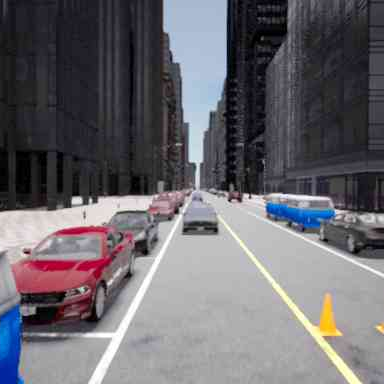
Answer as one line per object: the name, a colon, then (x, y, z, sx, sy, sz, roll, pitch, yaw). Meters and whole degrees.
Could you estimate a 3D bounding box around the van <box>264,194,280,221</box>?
van: (6.351, 1.047, 23.821, 1.690, 1.788, 3.998, 0, 1, 1)

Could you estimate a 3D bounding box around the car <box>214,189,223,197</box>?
car: (6.902, 0.541, 78.764, 2.008, 1.369, 4.403, 0, 1, 1)

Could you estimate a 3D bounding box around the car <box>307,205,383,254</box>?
car: (6.237, 1.407, 12.588, 2.008, 1.369, 4.403, 0, 1, 1)

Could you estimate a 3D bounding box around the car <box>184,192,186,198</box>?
car: (-2.005, 0.989, 40.744, 1.887, 1.381, 4.507, 0, 1, 1)

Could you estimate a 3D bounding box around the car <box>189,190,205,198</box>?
car: (0.924, 0.771, 57.224, 1.812, 1.442, 4.674, 0, 1, 1)

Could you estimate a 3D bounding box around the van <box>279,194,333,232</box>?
van: (6.294, 1.122, 18.203, 1.690, 1.788, 3.998, 0, 1, 1)

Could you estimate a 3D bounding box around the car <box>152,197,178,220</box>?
car: (-2.175, 1.249, 23.892, 1.802, 1.307, 4.206, 0, 1, 1)

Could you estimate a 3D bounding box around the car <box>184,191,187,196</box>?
car: (-1.949, 0.952, 46.362, 1.802, 1.307, 4.206, 0, 1, 1)

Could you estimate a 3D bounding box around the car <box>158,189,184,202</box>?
car: (-2.117, 0.908, 29.505, 2.192, 1.841, 5.009, 0, 1, 1)

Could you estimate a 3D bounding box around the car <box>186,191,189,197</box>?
car: (-1.892, 0.878, 51.980, 1.802, 1.307, 4.206, 0, 1, 1)

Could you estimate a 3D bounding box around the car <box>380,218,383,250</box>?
car: (6.180, 1.497, 6.970, 1.947, 1.339, 4.313, 0, 1, 1)

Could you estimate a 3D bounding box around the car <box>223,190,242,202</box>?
car: (6.633, 0.650, 51.910, 2.192, 1.841, 5.009, 0, 1, 1)

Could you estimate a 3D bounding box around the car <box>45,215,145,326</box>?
car: (-2.344, 1.437, 7.038, 1.887, 1.381, 4.507, 0, 1, 1)

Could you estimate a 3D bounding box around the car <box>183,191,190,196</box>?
car: (-1.511, 0.336, 89.931, 1.752, 1.417, 4.829, 0, 1, 1)

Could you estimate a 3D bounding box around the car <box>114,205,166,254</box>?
car: (-2.288, 1.383, 12.656, 1.947, 1.339, 4.313, 0, 1, 1)

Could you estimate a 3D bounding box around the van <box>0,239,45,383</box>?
van: (-2.400, 1.309, 1.418, 1.690, 1.788, 3.998, 0, 1, 1)

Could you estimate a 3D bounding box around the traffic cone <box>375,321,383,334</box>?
traffic cone: (3.124, 1.897, 5.210, 0.340, 0.580, 0.340, 0, 1, 1)

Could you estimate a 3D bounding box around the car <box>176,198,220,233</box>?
car: (0.432, 1.303, 18.077, 2.033, 1.411, 5.357, 0, 1, 1)

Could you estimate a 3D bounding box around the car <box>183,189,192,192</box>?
car: (-1.622, 0.266, 78.827, 2.192, 1.841, 5.009, 0, 1, 1)

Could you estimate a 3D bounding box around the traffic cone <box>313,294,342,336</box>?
traffic cone: (2.123, 1.892, 5.220, 0.340, 0.580, 0.340, 0, 1, 1)
